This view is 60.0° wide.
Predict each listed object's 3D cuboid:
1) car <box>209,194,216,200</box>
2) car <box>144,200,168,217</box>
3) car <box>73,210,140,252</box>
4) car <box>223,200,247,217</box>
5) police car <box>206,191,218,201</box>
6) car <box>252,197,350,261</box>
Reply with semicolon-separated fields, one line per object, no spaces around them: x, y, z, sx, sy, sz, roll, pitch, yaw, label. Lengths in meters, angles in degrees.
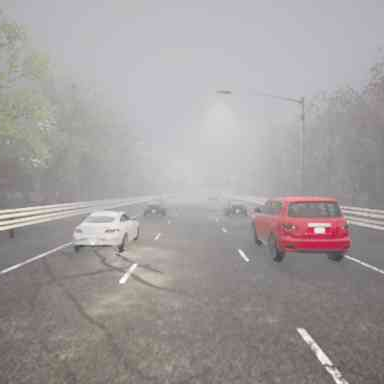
5.269;1.253;85.645;1.895;1.301;4.718;0;0;2;car
-3.179;1.409;29.950;1.812;1.442;4.674;0;0;1;car
-3.343;1.473;13.555;1.812;1.442;4.674;0;0;0;car
3.835;1.411;29.966;1.812;1.442;4.674;0;0;1;car
4.851;1.205;74.668;2.038;1.542;4.974;0;0;2;police car
3.647;1.175;12.136;2.150;2.045;5.566;0;0;0;car
